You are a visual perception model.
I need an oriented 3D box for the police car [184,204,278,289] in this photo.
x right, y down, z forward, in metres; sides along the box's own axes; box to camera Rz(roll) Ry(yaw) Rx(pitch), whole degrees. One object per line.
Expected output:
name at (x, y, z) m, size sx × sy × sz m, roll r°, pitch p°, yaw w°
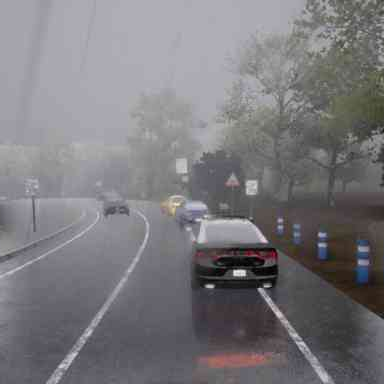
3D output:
police car at (0.866, 1.369, 9.187) m, size 1.930 × 1.638 × 5.238 m, roll 0°, pitch 1°, yaw -2°

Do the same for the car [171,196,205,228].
car at (0.038, 1.201, 19.362) m, size 1.812 × 1.442 × 4.674 m, roll -1°, pitch 2°, yaw -8°

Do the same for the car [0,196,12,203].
car at (-36.558, 1.421, 63.932) m, size 4.181 × 1.385 × 1.994 m, roll -3°, pitch 5°, yaw 29°

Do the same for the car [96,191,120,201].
car at (-11.733, 0.610, 46.444) m, size 2.033 × 1.411 × 5.357 m, roll -5°, pitch 3°, yaw -35°

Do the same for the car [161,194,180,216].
car at (-1.216, 0.937, 25.693) m, size 1.801 × 1.575 × 5.366 m, roll -2°, pitch 2°, yaw -14°

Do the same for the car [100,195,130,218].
car at (-5.954, 1.173, 26.020) m, size 1.895 × 1.301 × 4.718 m, roll -2°, pitch 2°, yaw -16°
